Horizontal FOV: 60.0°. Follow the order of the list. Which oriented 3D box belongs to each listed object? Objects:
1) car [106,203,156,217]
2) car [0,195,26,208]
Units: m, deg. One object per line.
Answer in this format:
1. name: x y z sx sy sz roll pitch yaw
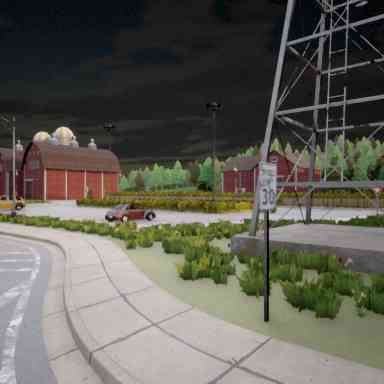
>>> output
1. car: -4.637 1.521 25.422 1.784 1.438 3.905 0 0 39
2. car: -22.257 1.310 39.383 1.932 1.855 4.605 0 0 39
